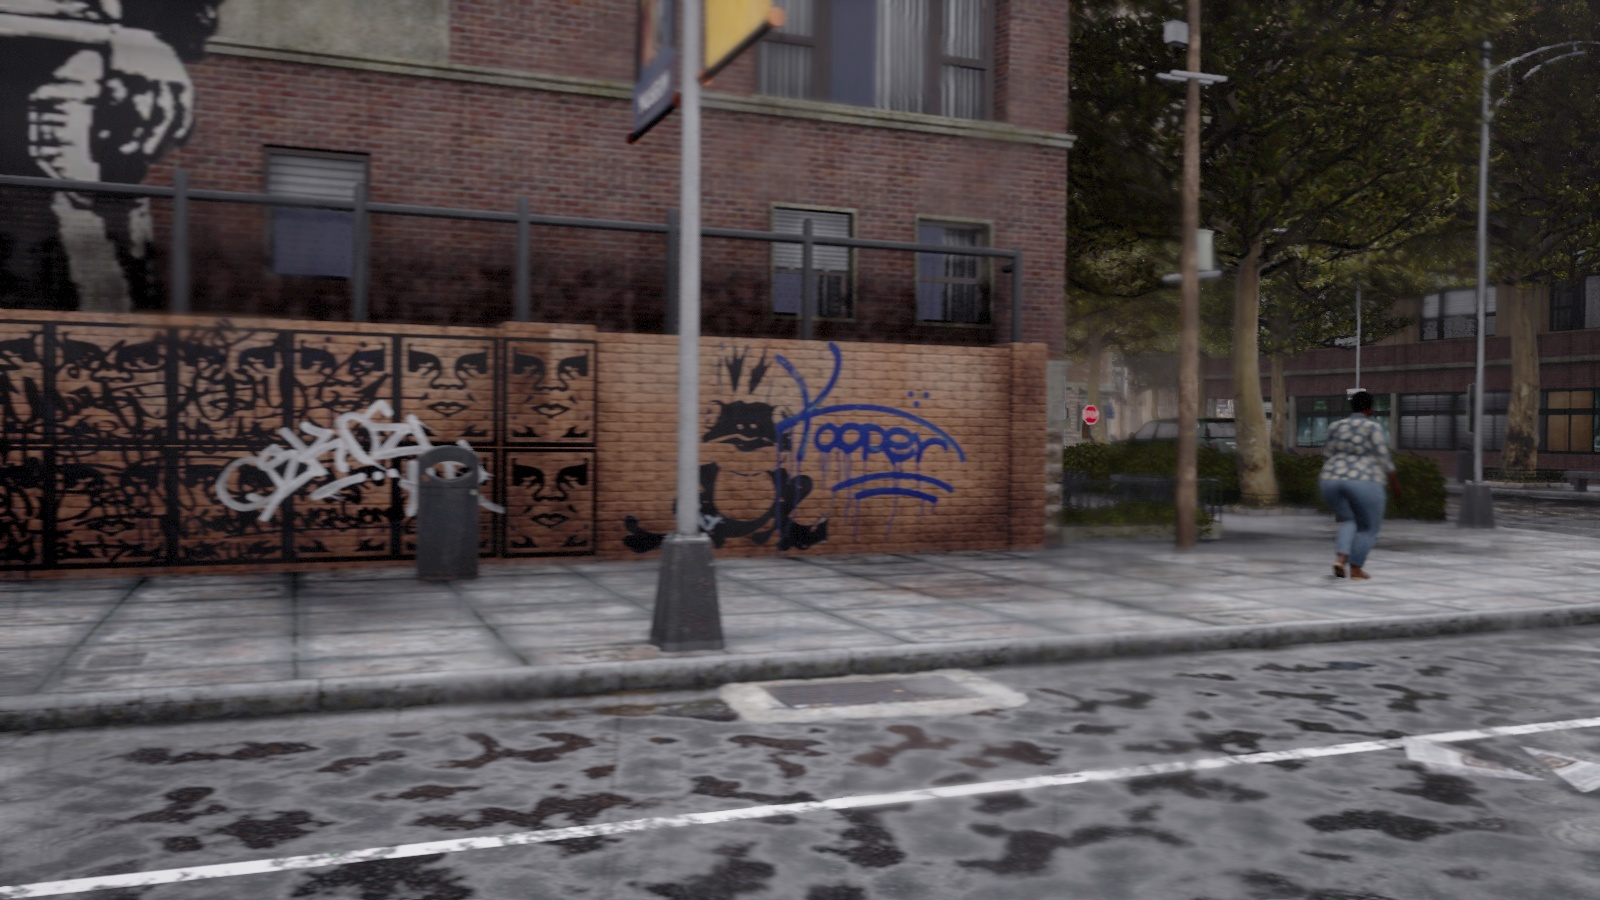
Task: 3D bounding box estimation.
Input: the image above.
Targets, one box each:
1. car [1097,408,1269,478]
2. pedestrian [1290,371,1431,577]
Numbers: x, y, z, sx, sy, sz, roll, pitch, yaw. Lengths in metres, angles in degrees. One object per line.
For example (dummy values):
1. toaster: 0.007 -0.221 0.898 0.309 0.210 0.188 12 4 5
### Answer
1. car: 11.903 -0.243 39.521 2.150 2.045 5.566 -1 1 -22
2. pedestrian: 5.331 0.206 11.952 0.900 1.855 0.874 -1 1 -33
